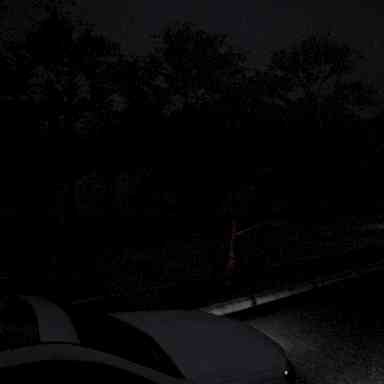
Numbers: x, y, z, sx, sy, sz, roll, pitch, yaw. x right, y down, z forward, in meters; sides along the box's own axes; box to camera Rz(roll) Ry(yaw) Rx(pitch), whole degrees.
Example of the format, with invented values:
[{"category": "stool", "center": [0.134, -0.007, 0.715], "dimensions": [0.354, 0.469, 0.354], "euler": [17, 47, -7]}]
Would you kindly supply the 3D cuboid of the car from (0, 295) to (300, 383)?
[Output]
[{"category": "car", "center": [-1.208, 1.526, 2.271], "dimensions": [4.674, 1.442, 1.812], "euler": [0, 0, -35]}]
